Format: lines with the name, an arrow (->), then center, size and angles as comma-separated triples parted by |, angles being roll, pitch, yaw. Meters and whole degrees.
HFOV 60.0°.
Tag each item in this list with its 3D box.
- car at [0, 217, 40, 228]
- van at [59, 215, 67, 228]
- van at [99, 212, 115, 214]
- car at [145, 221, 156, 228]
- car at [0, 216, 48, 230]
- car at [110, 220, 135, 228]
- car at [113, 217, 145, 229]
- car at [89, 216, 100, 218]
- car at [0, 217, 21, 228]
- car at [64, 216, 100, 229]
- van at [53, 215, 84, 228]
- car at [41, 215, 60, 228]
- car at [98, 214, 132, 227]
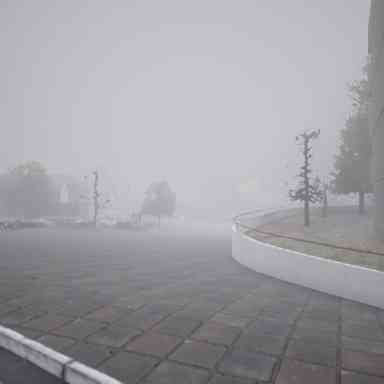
car -> -24.313, 4.331, 46.922 | 4.674, 1.452, 2.002 | 0, -6, 5
van -> -21.673, 4.631, 52.412 | 4.442, 1.987, 1.878 | 0, -6, 5
van -> -23.454, 7.323, 92.576 | 1.878, 1.987, 4.442 | 0, 1, 10
car -> -9.102, 6.570, 67.613 | 2.128, 1.511, 4.902 | -1, -6, 25
car -> -18.839, 3.620, 36.884 | 1.895, 1.301, 4.718 | -1, -6, 24
car -> -14.257, 6.586, 68.800 | 4.674, 1.452, 2.002 | 0, -5, 5
car -> -10.433, 5.432, 55.725 | 1.882, 1.535, 5.008 | -1, -6, 24
car -> -19.271, 5.420, 57.865 | 4.892, 1.521, 2.231 | 0, -5, 5
car -> -25.556, 4.049, 44.174 | 4.674, 1.452, 2.002 | 0, -5, 5
car -> -16.737, 4.888, 50.971 | 1.812, 1.442, 4.674 | -1, -6, 24
van -> -20.416, 4.914, 55.152 | 4.442, 1.987, 1.878 | 0, -6, 5
car -> -23.236, 4.569, 49.674 | 5.366, 1.575, 1.946 | 0, -5, 5
car -> -15.531, 6.014, 66.091 | 5.566, 2.045, 2.435 | 0, -5, 5
